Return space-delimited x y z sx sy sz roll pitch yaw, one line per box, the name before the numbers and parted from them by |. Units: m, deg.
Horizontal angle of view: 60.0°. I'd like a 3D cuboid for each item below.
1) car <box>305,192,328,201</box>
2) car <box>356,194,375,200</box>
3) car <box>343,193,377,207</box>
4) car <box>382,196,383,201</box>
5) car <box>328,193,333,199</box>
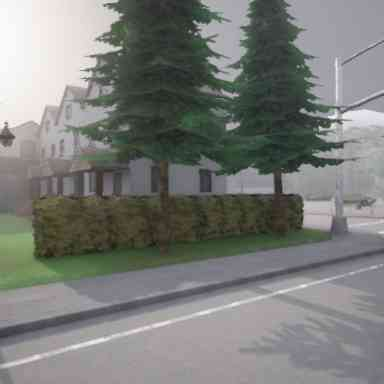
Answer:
car | 25.731 0.989 69.694 1.905 1.878 3.866 0 0 -36
car | 42.990 1.254 82.502 1.845 1.501 3.633 0 0 -36
car | 22.996 1.032 46.273 1.932 1.855 4.605 0 0 -36
car | 44.919 1.269 74.741 1.970 1.475 3.806 0 0 -36
car | 27.845 1.005 71.730 1.932 1.855 4.605 0 0 -36
